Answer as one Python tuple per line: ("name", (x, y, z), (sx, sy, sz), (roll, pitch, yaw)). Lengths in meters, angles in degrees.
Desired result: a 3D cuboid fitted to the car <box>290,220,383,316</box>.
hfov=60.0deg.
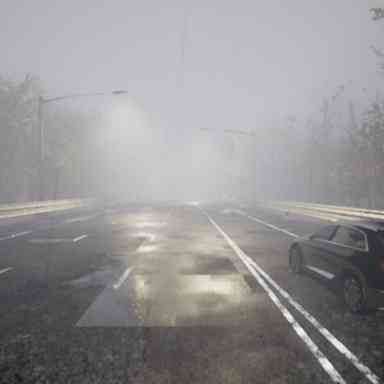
("car", (3.796, 1.416, 7.491), (2.033, 1.649, 4.856), (0, 0, -3))
